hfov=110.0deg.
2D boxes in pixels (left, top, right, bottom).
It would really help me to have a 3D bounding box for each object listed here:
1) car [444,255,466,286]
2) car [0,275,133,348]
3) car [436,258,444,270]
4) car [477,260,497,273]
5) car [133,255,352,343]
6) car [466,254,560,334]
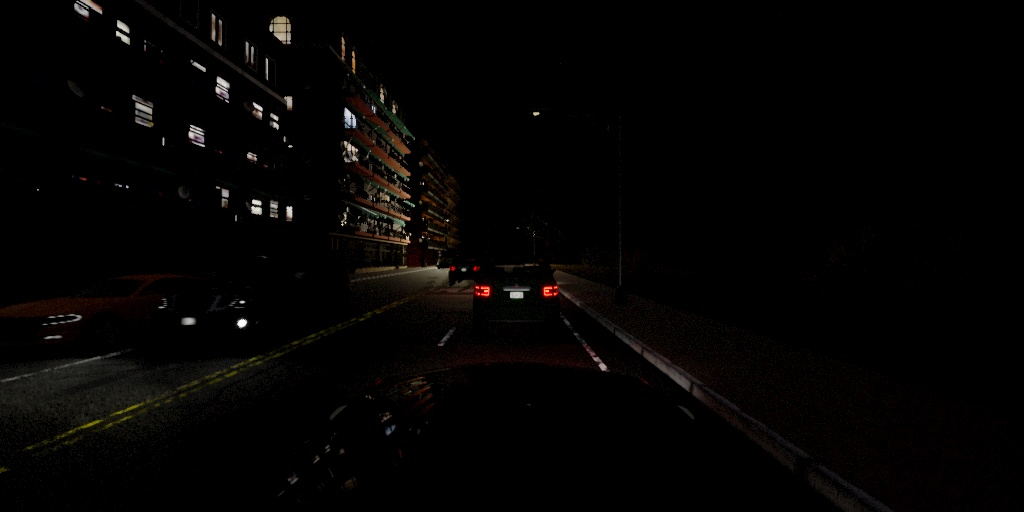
[{"bbox_3d":[-3.072,0.973,25.587,2.150,2.045,5.566,0,0,0],"label":"car"},{"bbox_3d":[-9.825,1.229,9.483,1.882,1.535,5.008,0,0,0],"label":"car"},{"bbox_3d":[-9.676,1.102,52.676,2.097,1.767,4.553,0,0,0],"label":"car"},{"bbox_3d":[-3.011,1.239,44.254,2.128,1.511,4.902,0,0,0],"label":"car"},{"bbox_3d":[-6.576,0.972,10.064,2.150,2.045,5.566,0,0,0],"label":"car"},{"bbox_3d":[0.123,0.973,10.751,2.150,2.045,5.566,0,0,0],"label":"car"}]
